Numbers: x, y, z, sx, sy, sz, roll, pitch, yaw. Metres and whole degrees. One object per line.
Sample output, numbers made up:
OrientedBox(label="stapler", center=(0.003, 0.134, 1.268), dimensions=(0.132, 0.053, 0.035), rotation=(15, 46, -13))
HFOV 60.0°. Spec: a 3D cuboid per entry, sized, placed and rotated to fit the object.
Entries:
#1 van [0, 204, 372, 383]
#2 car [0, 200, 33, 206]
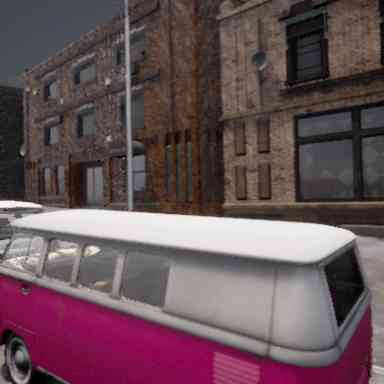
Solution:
OrientedBox(label="van", center=(-0.551, 1.238, 3.709), dimensions=(4.442, 1.987, 1.878), rotation=(0, 0, 36))
OrientedBox(label="car", center=(-4.994, 1.176, 6.877), dimensions=(5.566, 2.045, 2.435), rotation=(0, 0, 35))
